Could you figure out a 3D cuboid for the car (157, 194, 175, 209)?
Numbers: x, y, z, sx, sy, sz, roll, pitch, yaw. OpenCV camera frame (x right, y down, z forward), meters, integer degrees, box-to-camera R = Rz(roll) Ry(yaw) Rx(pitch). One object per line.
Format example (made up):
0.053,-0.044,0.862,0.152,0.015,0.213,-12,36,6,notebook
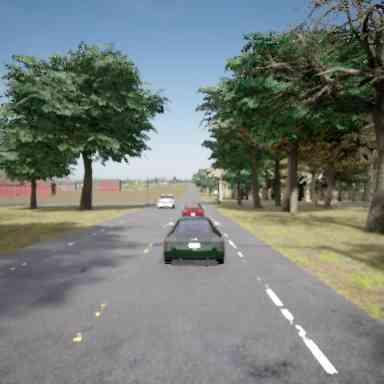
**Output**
-3.574,1.332,46.770,2.150,2.045,5.566,0,0,0,car

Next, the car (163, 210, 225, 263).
0.077,1.570,11.953,1.994,1.385,4.181,0,0,0,car

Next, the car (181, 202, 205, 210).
0.081,1.554,27.732,1.812,1.442,4.674,0,0,0,car
